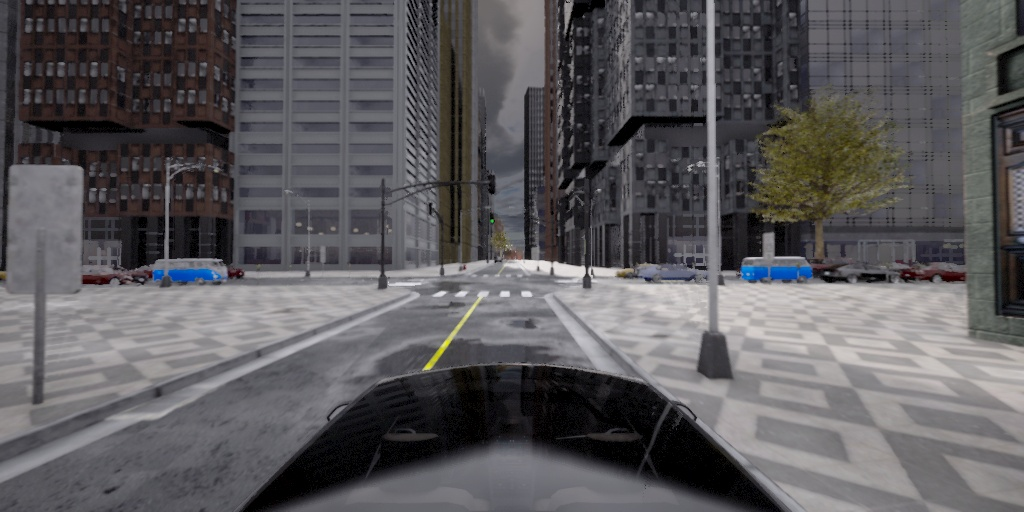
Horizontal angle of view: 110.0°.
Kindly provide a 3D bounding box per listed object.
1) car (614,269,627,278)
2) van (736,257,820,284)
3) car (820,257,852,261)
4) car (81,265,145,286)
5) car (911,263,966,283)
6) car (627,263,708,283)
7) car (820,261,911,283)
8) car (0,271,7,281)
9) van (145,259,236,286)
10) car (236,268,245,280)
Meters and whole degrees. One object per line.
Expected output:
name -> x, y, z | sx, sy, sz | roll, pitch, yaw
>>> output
car -> 11.640, 1.297, 31.899 | 4.829, 1.417, 1.751 | 0, 0, 0
van -> 17.237, 0.950, 23.388 | 3.998, 1.789, 1.690 | 0, 0, 0
car -> 27.679, 1.038, 31.947 | 5.009, 1.841, 2.192 | 0, 0, 0
car -> -26.272, 1.304, 23.227 | 4.507, 1.381, 1.888 | 0, 0, 0
car -> 28.063, 1.123, 23.425 | 4.507, 1.381, 1.888 | 0, 0, 0
car -> 11.550, 1.222, 26.143 | 5.357, 1.411, 2.033 | 0, -1, 0
car -> 22.649, 1.159, 23.406 | 4.313, 1.339, 1.948 | 0, 0, 0
car -> -43.028, 1.495, 31.721 | 4.829, 1.417, 1.751 | 0, 0, 0
van -> -20.747, 1.079, 23.245 | 3.998, 1.789, 1.690 | 0, 0, 0
car -> -26.282, 1.449, 31.781 | 4.507, 1.381, 1.888 | 0, 0, 0
